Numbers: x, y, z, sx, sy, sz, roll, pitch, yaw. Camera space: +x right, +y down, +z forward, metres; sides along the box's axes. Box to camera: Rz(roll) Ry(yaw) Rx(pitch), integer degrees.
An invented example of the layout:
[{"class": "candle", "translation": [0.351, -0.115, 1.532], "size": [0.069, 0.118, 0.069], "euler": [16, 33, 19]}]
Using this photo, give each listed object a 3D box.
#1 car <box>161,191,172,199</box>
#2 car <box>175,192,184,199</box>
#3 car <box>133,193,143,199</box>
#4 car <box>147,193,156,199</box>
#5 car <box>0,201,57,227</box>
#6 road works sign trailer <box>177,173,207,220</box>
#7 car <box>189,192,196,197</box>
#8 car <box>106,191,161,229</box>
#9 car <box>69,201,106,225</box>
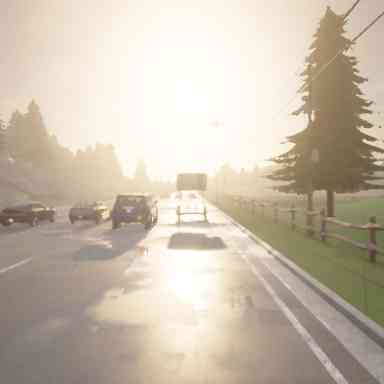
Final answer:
[{"class": "car", "translation": [-6.990, 0.642, 86.348], "size": [2.150, 2.045, 5.566], "euler": [0, 0, 0]}, {"class": "car", "translation": [-3.490, 0.957, 86.320], "size": [2.033, 1.411, 5.357], "euler": [0, 0, 0]}, {"class": "car", "translation": [-13.990, 0.918, 86.351], "size": [1.837, 1.490, 4.892], "euler": [0, 0, 0]}, {"class": "car", "translation": [-10.490, 0.968, 86.738], "size": [1.994, 1.385, 4.181], "euler": [0, 0, 0]}, {"class": "car", "translation": [-10.397, 1.361, 21.528], "size": [1.837, 1.490, 4.892], "euler": [0, 0, 0]}, {"class": "road works sign trailer", "translation": [0.004, 0.292, 25.844], "size": [2.380, 3.560, 2.880], "euler": [0, 0, 0]}, {"class": "car", "translation": [0.010, 0.939, 86.736], "size": [1.812, 1.442, 4.674], "euler": [0, 0, 0]}, {"class": "car", "translation": [-3.397, 1.084, 20.551], "size": [2.150, 2.045, 5.566], "euler": [0, 0, 0]}, {"class": "car", "translation": [-6.898, 1.338, 22.958], "size": [2.128, 1.511, 4.902], "euler": [0, 0, 0]}]
